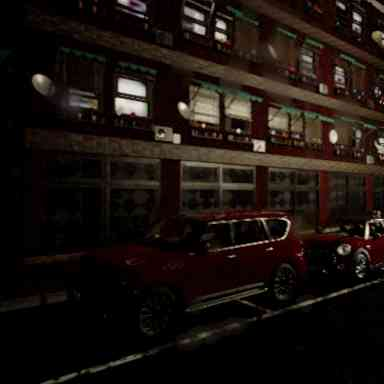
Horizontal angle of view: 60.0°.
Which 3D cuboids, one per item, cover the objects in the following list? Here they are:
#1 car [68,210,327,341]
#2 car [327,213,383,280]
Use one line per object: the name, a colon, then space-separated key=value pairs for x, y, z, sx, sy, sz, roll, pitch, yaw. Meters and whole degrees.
car: x=0.223 y=1.327 z=6.724 sx=5.009 sy=1.841 sz=2.192 roll=0 pitch=0 yaw=-36
car: x=4.805 y=1.468 z=10.005 sx=4.097 sy=1.590 sz=1.967 roll=0 pitch=0 yaw=-36
